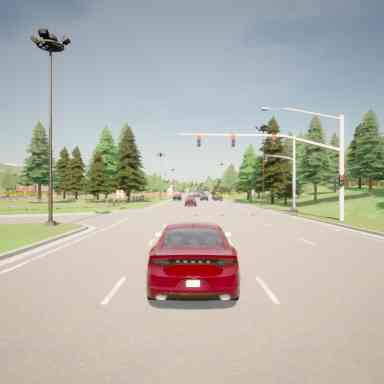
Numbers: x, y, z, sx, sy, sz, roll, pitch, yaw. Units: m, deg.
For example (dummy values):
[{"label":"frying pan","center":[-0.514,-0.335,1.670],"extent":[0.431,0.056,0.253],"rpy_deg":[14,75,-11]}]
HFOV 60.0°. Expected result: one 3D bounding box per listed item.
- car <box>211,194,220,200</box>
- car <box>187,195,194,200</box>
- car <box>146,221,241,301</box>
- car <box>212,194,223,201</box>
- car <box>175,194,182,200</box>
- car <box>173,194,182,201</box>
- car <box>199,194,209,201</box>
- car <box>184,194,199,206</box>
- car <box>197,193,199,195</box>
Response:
[{"label":"car","center":[6.636,1.372,94.060],"extent":[2.033,1.411,5.357],"rpy_deg":[0,0,0]},{"label":"car","center":[-0.364,1.427,94.062],"extent":[1.895,1.301,4.718],"rpy_deg":[0,0,0]},{"label":"car","center":[0.031,1.478,8.398],"extent":[1.882,1.535,5.008],"rpy_deg":[0,0,0]},{"label":"car","center":[6.676,1.516,83.640],"extent":[2.128,1.511,4.902],"rpy_deg":[0,0,0]},{"label":"car","center":[-3.864,1.310,94.019],"extent":[1.882,1.535,5.008],"rpy_deg":[0,0,0]},{"label":"car","center":[-3.824,1.469,83.599],"extent":[1.882,1.535,5.008],"rpy_deg":[0,0,0]},{"label":"car","center":[3.175,1.516,84.043],"extent":[1.812,1.442,4.674],"rpy_deg":[0,0,0]},{"label":"car","center":[-0.204,1.525,53.000],"extent":[1.812,1.442,4.674],"rpy_deg":[0,0,0]},{"label":"car","center":[3.136,1.357,94.046],"extent":[2.128,1.511,4.902],"rpy_deg":[0,0,0]}]
